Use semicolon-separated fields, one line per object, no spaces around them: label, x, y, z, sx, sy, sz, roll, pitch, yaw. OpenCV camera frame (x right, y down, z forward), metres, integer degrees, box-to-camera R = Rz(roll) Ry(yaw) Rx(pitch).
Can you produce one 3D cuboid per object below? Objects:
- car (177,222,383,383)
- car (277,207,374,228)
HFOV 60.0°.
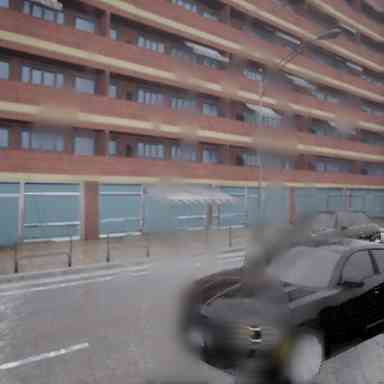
car;2.094;1.511;5.480;5.008;1.535;1.882;0;0;-36
car;4.595;1.423;11.558;4.553;1.767;2.097;0;0;-35
